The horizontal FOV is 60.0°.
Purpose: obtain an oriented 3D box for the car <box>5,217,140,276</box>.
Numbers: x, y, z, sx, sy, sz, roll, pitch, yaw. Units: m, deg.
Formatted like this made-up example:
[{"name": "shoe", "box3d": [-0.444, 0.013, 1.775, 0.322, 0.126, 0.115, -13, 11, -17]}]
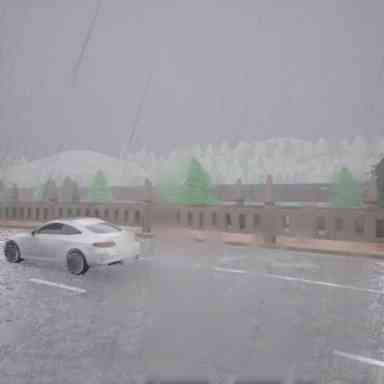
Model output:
[{"name": "car", "box3d": [-3.727, 1.507, 10.211, 4.674, 1.442, 1.812, 0, 0, 30]}]
